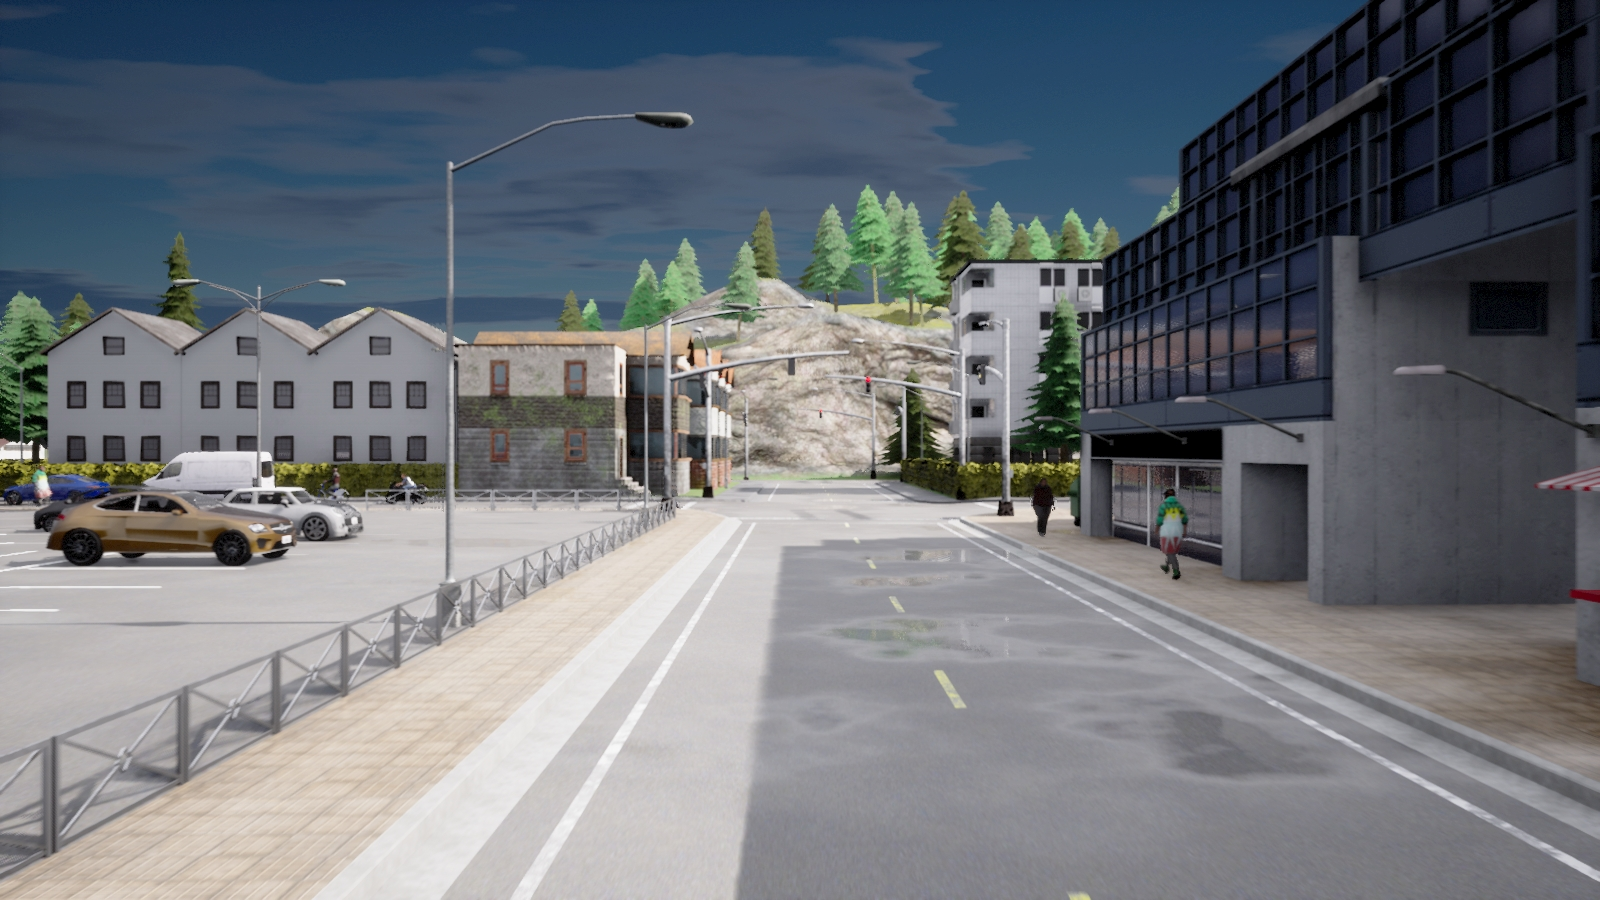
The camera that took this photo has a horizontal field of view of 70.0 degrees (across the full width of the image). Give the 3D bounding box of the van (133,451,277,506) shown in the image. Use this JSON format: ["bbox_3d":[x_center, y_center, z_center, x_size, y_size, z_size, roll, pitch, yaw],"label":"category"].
[{"bbox_3d":[-28.551,1.344,54.933,5.915,2.561,1.988,0,0,0],"label":"van"}]

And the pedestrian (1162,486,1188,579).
[{"bbox_3d":[7.671,1.678,23.380,0.375,1.860,0.375,0,0,-4],"label":"pedestrian"}]

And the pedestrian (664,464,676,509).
[{"bbox_3d":[-5.345,1.506,47.105,0.375,1.860,0.375,0,0,15],"label":"pedestrian"}]

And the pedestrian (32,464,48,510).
[{"bbox_3d":[-30.821,1.505,46.340,0.375,1.860,0.375,0,0,9],"label":"pedestrian"}]

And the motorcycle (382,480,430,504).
[{"bbox_3d":[-18.931,2.023,54.921,2.033,1.145,0.803,0,0,0],"label":"motorcycle"}]

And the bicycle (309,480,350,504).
[{"bbox_3d":[-22.623,2.020,54.977,1.835,1.171,0.329,0,0,0],"label":"bicycle"}]

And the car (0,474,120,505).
[{"bbox_3d":[-35.654,1.891,54.968,4.674,1.442,2.002,0,0,0],"label":"car"}]

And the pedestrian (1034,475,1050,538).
[{"bbox_3d":[7.220,1.680,34.047,0.375,1.860,0.375,0,0,-5],"label":"pedestrian"}]
